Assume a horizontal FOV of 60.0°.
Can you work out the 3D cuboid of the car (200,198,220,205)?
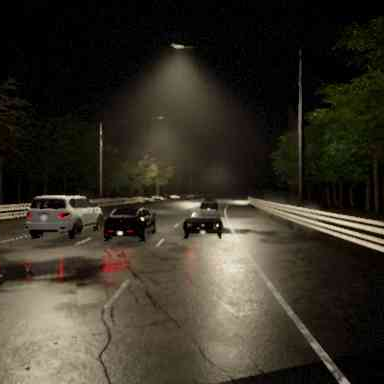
[{"bbox_3d":[1.900,1.456,35.324,1.837,1.490,4.892,0,0,5],"label":"car"}]

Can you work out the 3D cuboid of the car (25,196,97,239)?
[{"bbox_3d":[-6.407,1.191,17.339,2.150,2.045,5.566,0,0,3],"label":"car"}]

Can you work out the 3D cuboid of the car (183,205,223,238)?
[{"bbox_3d":[0.617,1.575,17.656,1.895,1.301,4.718,0,0,3],"label":"car"}]

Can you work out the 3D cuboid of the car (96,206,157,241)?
[{"bbox_3d":[-2.932,1.479,16.483,1.837,1.490,4.892,0,0,3],"label":"car"}]
